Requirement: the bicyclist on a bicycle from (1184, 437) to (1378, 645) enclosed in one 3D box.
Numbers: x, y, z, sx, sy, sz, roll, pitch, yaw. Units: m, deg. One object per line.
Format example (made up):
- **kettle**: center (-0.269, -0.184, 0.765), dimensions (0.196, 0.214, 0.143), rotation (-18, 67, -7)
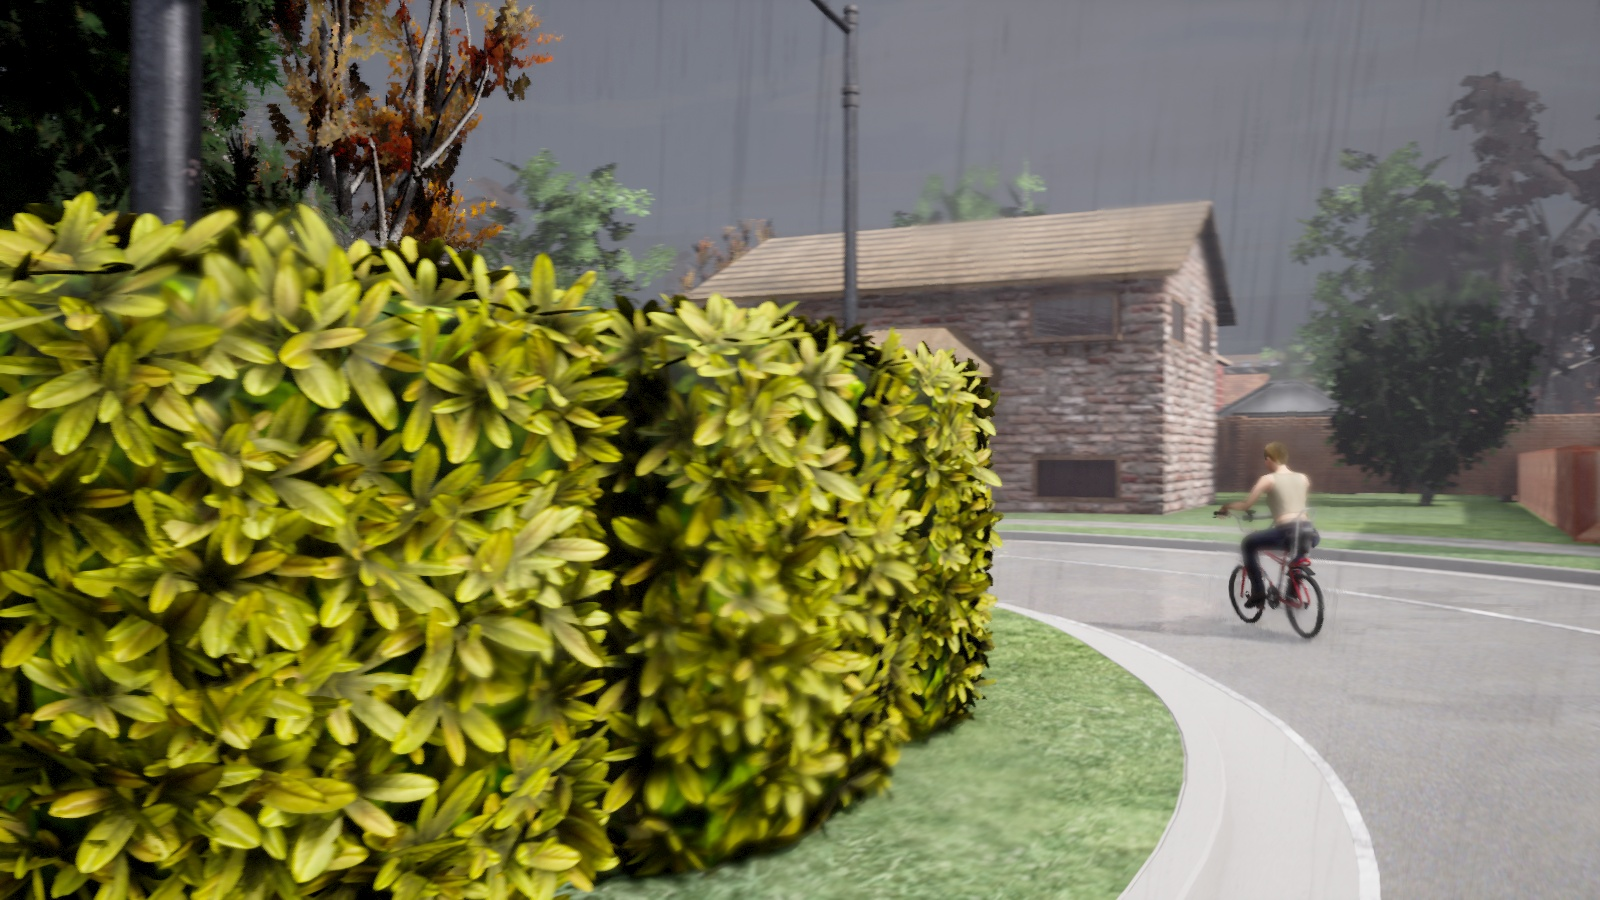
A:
- **bicyclist on a bicycle**: center (4.042, 0.720, 10.682), dimensions (0.866, 1.612, 1.509), rotation (-2, 0, -8)
